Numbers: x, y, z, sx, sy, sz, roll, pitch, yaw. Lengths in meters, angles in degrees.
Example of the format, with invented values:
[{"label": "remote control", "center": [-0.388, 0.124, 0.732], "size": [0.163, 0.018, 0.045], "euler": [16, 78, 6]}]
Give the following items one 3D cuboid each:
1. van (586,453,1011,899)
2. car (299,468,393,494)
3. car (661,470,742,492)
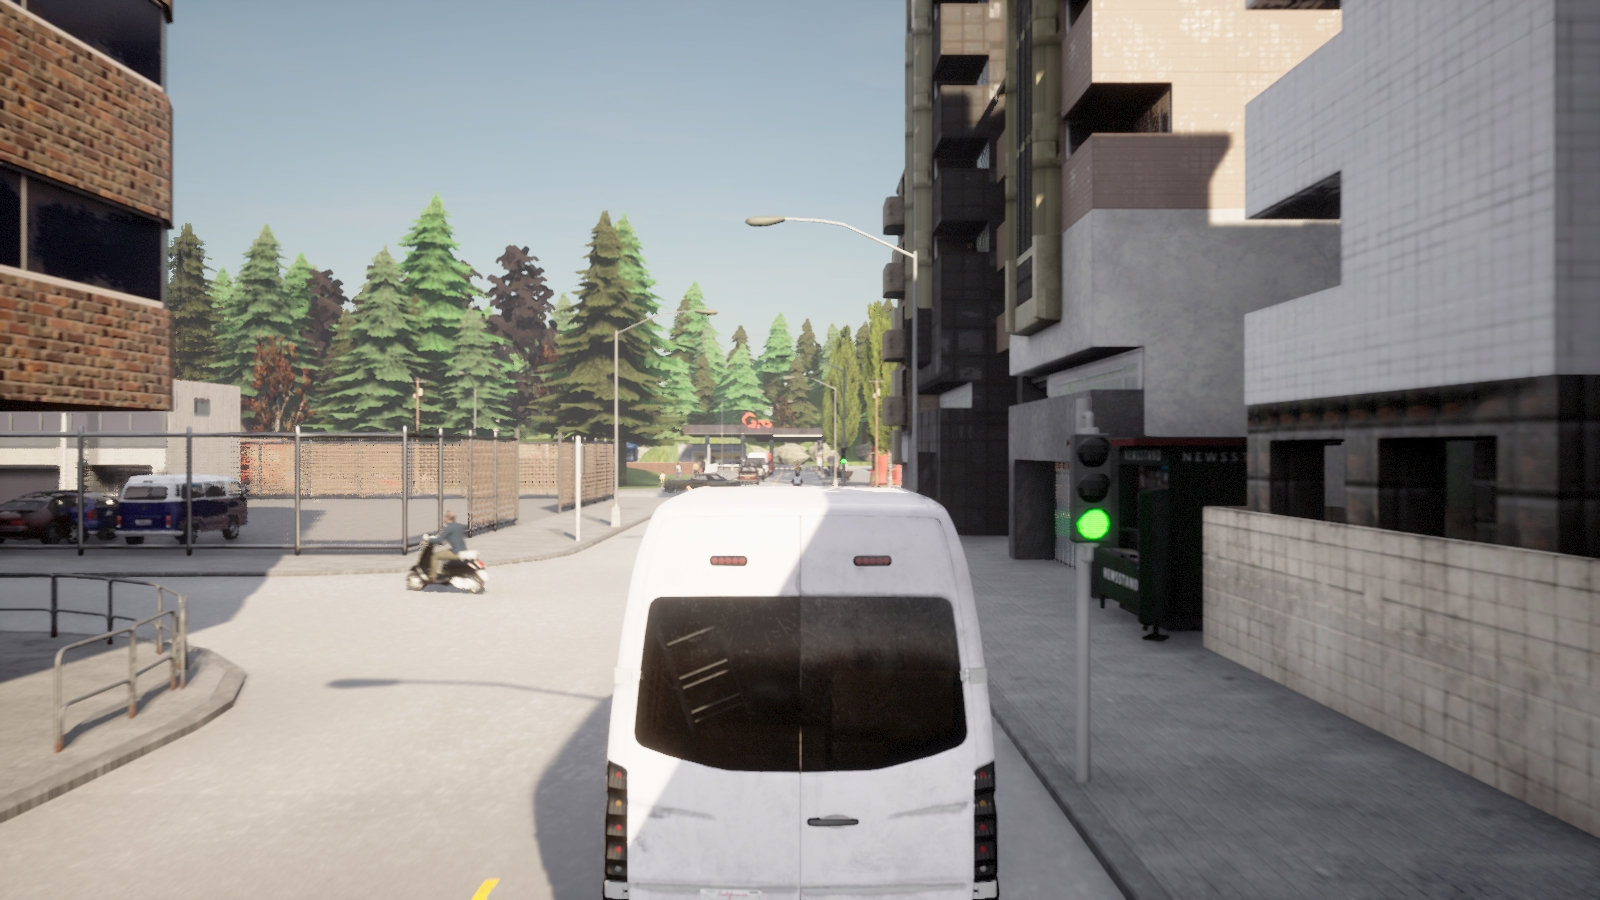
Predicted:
[{"label": "van", "center": [-0.012, 1.314, 8.306], "size": [1.988, 2.561, 5.915], "euler": [0, 0, 0]}, {"label": "car", "center": [-27.161, 1.841, 68.446], "size": [4.792, 1.488, 2.163], "euler": [0, 0, 0]}, {"label": "car", "center": [-6.175, 1.933, 71.688], "size": [4.718, 1.301, 1.895], "euler": [0, 0, 24]}]
